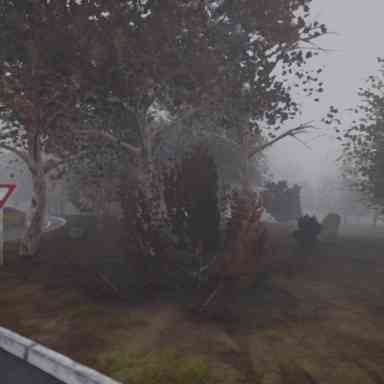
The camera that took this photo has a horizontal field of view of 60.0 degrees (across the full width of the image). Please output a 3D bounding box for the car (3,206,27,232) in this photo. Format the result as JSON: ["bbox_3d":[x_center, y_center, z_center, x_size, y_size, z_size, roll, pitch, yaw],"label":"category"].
[{"bbox_3d":[-12.039,1.564,20.809,1.882,1.535,5.008,1,0,-7],"label":"car"}]
